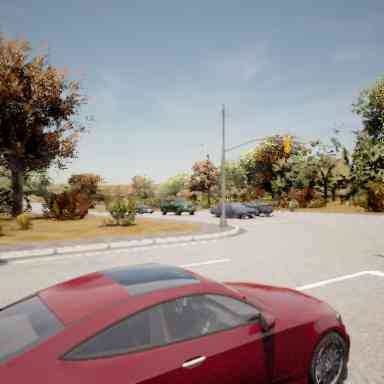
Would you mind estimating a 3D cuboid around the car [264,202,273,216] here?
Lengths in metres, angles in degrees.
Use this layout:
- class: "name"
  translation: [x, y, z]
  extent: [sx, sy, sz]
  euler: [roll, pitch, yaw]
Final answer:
- class: "car"
  translation: [6.138, 1.694, 34.054]
  extent: [2.128, 1.511, 4.902]
  euler: [0, -2, -32]

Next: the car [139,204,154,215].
- class: "car"
  translation: [-7.222, 2.546, 48.135]
  extent: [2.128, 1.511, 4.902]
  euler: [0, -3, -33]

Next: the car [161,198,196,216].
- class: "car"
  translation: [-1.717, 1.762, 39.587]
  extent: [2.150, 2.045, 5.566]
  euler: [0, -3, -33]

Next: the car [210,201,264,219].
- class: "car"
  translation: [3.818, 1.715, 31.014]
  extent: [2.033, 1.411, 5.357]
  euler: [0, -1, -33]

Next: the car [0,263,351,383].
- class: "car"
  translation: [-0.259, 1.525, 3.508]
  extent: [4.674, 1.442, 1.812]
  euler: [0, 0, -35]
